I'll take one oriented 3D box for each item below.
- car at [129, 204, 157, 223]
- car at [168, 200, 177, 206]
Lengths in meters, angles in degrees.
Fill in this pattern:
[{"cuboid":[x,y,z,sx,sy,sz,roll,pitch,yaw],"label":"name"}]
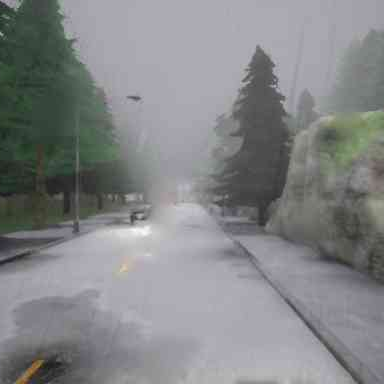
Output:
[{"cuboid":[-4.073,1.752,28.376,2.128,1.511,4.902,0,-1,0],"label":"car"},{"cuboid":[-4.027,2.359,69.512,2.128,1.511,4.902,0,-1,0],"label":"car"}]
